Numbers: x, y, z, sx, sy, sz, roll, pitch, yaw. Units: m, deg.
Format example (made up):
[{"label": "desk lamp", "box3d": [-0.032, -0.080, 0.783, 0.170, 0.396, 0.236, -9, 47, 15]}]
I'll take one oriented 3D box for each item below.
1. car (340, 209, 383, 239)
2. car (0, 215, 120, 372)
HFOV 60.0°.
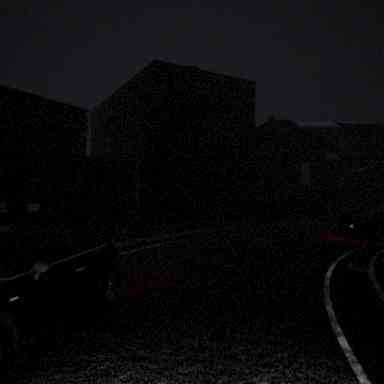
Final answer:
[{"label": "car", "box3d": [10.505, 1.700, 18.975, 5.008, 1.535, 1.882, 1, -1, -34]}, {"label": "car", "box3d": [-2.958, 1.341, 5.280, 2.097, 1.767, 4.553, 1, 0, 14]}]
